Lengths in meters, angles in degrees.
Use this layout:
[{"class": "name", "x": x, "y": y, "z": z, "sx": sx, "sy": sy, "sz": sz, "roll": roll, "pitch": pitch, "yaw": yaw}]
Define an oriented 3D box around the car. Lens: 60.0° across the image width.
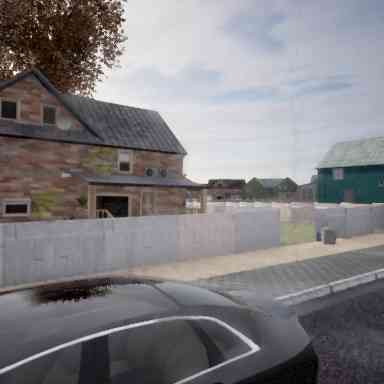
[{"class": "car", "x": -1.133, "y": 1.505, "z": 2.284, "sx": 4.892, "sy": 1.490, "sz": 1.837, "roll": 0, "pitch": 0, "yaw": -35}]
